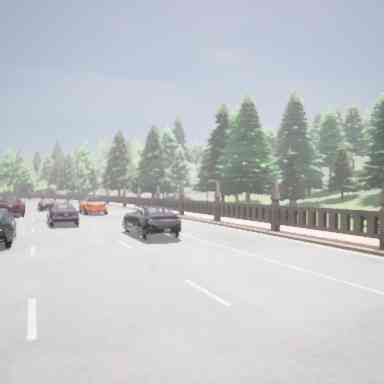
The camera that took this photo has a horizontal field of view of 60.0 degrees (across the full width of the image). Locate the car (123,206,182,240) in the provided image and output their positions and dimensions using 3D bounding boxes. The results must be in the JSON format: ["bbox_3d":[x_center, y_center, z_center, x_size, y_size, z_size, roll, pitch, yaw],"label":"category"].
[{"bbox_3d":[-2.134,1.452,16.838,2.128,1.511,4.902,0,0,-26],"label":"car"}]

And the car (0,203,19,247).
[{"bbox_3d":[-8.707,1.447,14.357,1.837,1.490,4.892,0,0,-26],"label":"car"}]

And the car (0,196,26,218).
[{"bbox_3d":[-16.298,1.239,30.144,2.097,1.767,4.553,0,0,-26],"label":"car"}]

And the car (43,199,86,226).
[{"bbox_3d":[-8.942,1.472,22.961,2.033,1.411,5.357,0,0,-26],"label":"car"}]

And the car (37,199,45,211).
[{"bbox_3d":[-16.586,1.469,38.184,1.895,1.301,4.718,0,0,-29],"label":"car"}]

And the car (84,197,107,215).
[{"bbox_3d":[-9.881,1.256,32.963,2.097,1.767,4.553,0,0,-26],"label":"car"}]
